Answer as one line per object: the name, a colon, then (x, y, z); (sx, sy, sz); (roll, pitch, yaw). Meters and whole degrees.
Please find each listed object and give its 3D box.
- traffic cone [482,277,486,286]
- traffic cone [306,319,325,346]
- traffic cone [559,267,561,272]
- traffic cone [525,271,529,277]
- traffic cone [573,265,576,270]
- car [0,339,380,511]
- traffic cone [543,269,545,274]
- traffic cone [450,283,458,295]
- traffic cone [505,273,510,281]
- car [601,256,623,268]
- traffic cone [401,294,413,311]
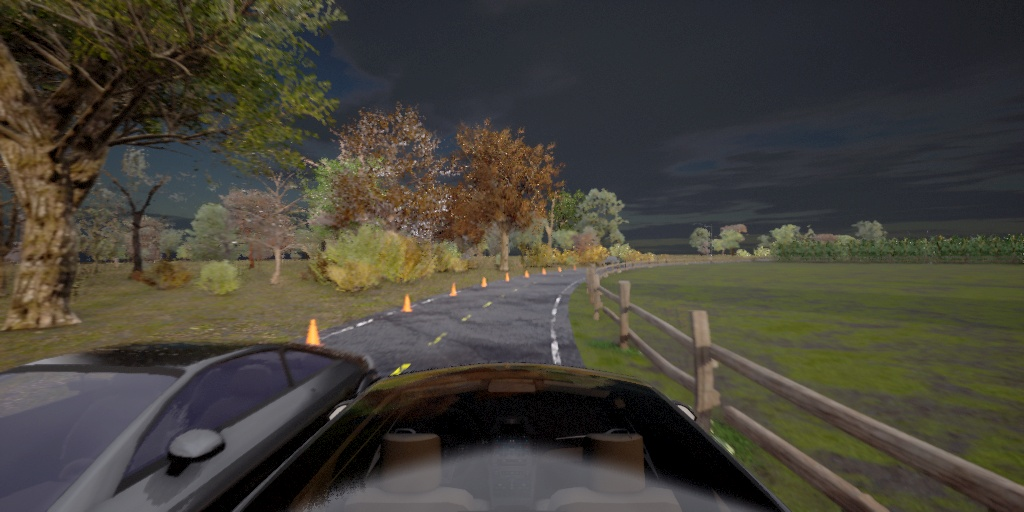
traffic cone: (-1.786, 1.644, 22.968); (0.340, 0.580, 0.340); (0, 0, 14)
traffic cone: (-4.316, 1.671, 7.764); (0.340, 0.580, 0.340); (0, 0, 4)
traffic cone: (5.617, 1.523, 42.116); (0.340, 0.580, 0.340); (0, 0, 28)
traffic cone: (1.357, 1.595, 32.758); (0.340, 0.580, 0.340); (0, 0, 21)
traffic cone: (8.149, 1.478, 46.593); (0.340, 0.580, 0.340); (0, 0, 31)
car: (-2.378, 1.295, 2.149); (1.994, 1.385, 4.181); (0, 0, 1)
traffic cone: (3.351, 1.562, 37.499); (0.340, 0.580, 0.340); (0, 0, 24)
traffic cone: (-2.925, 1.659, 17.951); (0.340, 0.580, 0.340); (0, 0, 11)
traffic cone: (-0.358, 1.623, 27.908); (0.340, 0.580, 0.340); (0, 0, 18)
car: (14.875, 0.795, 53.094); (2.097, 1.767, 4.553); (0, 1, 33)
traffic cone: (-3.769, 1.668, 12.878); (0.340, 0.580, 0.340); (0, 0, 8)
